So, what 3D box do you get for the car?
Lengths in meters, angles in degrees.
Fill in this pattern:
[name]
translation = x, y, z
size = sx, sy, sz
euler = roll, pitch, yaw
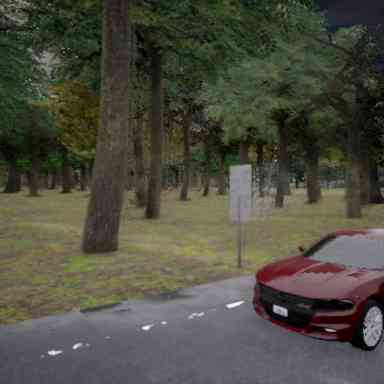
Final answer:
[car]
translation = 3.335, 1.476, 6.380
size = 5.008, 1.535, 1.882
euler = 0, 0, -36
